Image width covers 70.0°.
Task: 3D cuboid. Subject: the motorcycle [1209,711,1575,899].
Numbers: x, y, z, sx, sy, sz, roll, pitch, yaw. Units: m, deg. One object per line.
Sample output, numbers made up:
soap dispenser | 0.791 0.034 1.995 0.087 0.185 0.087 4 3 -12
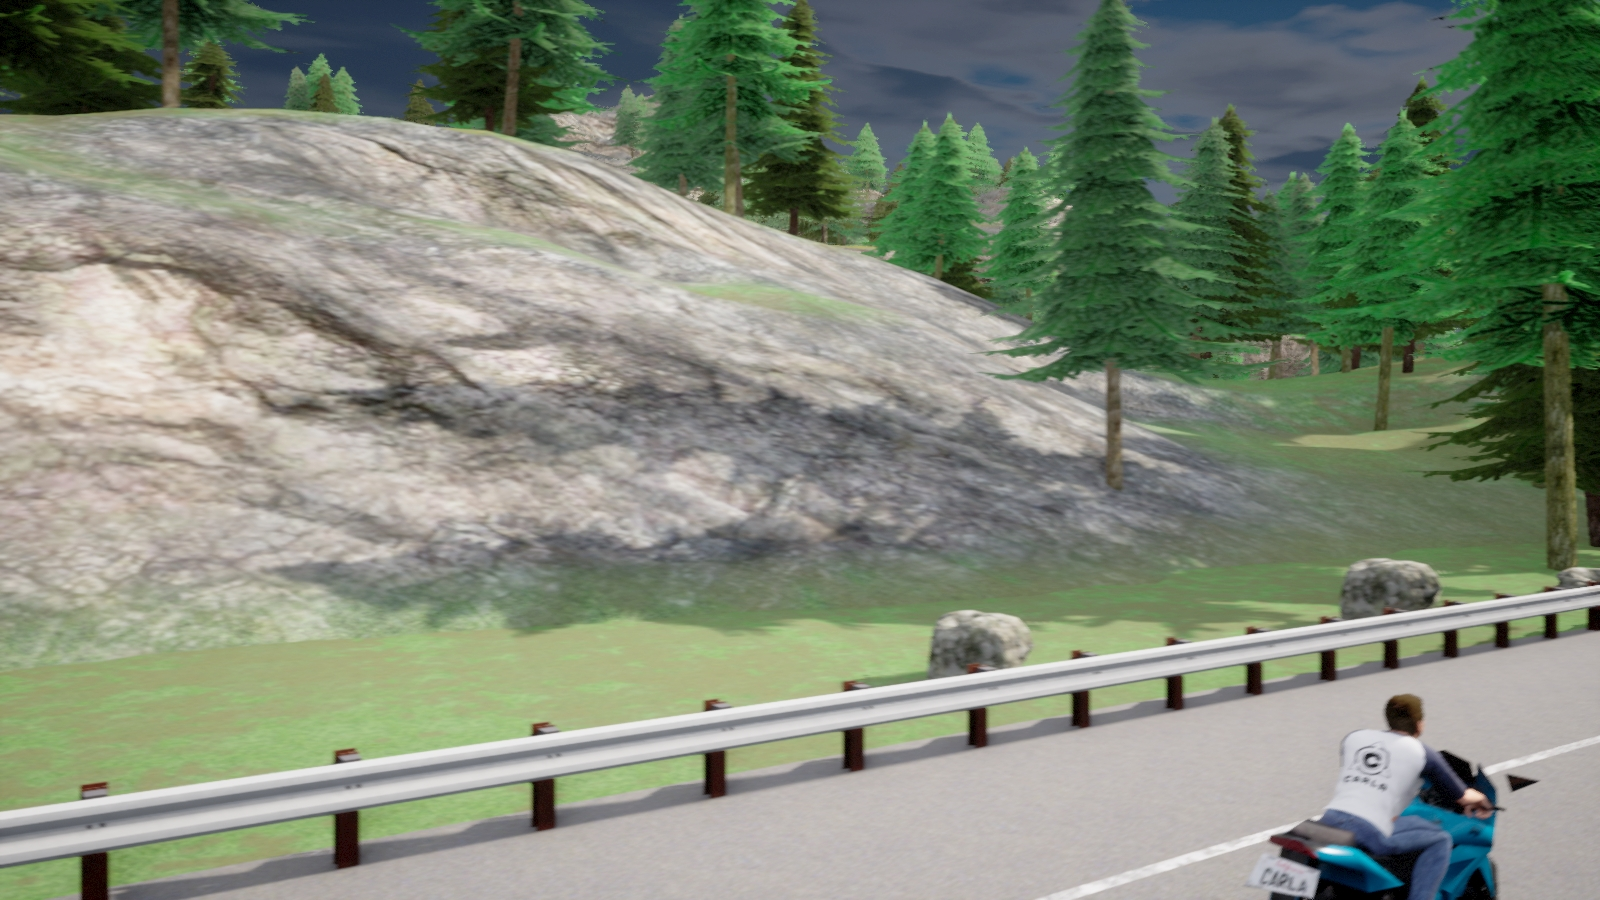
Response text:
motorcycle | 3.124 2.176 5.960 2.033 1.217 0.803 0 0 -33
